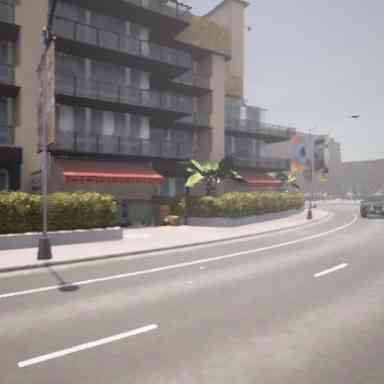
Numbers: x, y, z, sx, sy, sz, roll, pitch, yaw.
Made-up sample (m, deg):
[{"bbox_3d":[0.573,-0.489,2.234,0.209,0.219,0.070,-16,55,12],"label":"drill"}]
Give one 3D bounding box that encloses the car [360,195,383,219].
[{"bbox_3d":[16.546,1.285,30.021,2.150,2.045,5.566,0,0,25],"label":"car"}]
